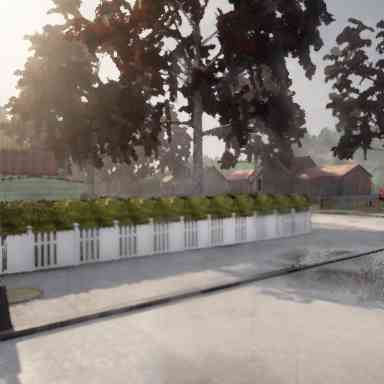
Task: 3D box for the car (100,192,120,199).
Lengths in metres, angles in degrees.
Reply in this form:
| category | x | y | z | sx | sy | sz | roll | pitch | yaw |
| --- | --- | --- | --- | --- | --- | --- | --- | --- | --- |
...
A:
| category | x | y | z | sx | sy | sz | roll | pitch | yaw |
| --- | --- | --- | --- | --- | --- | --- | --- | --- | --- |
| car | -13.521 | 1.005 | 55.060 | 2.150 | 2.045 | 5.566 | -1 | 0 | -35 |
